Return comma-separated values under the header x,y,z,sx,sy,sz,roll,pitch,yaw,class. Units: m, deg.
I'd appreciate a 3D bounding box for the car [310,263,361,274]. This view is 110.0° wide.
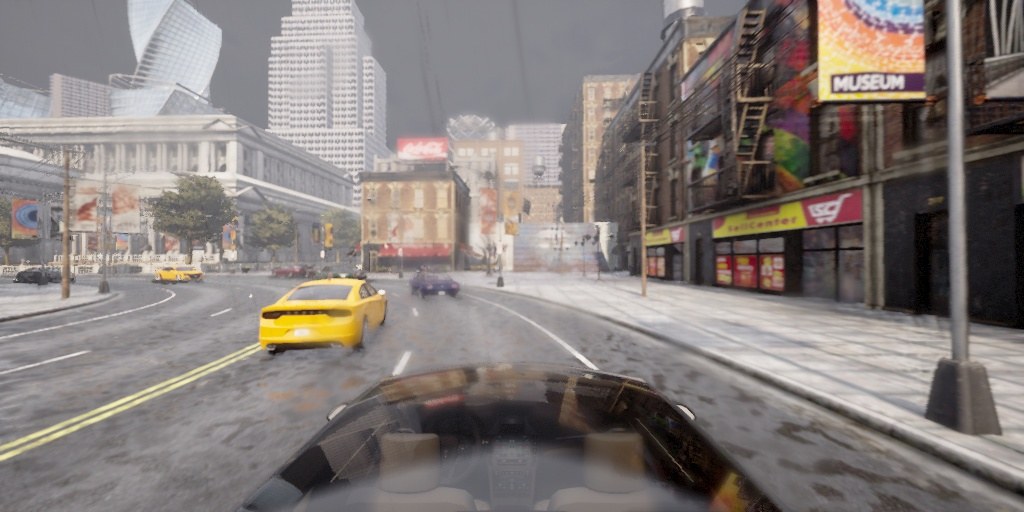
x,y,z,sx,sy,sz,roll,pitch,yaw,class
-12.802,1.414,25.981,2.097,1.767,4.553,0,-1,-39,car

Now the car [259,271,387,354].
x,y,z,sx,sy,sz,roll,pitch,yaw,class
-4.447,1.326,9.214,1.882,1.535,5.008,0,-1,-11,car

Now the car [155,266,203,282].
x,y,z,sx,sy,sz,roll,pitch,yaw,class
-33.017,1.732,35.621,5.008,1.535,1.882,0,-1,20,car

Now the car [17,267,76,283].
x,y,z,sx,sy,sz,roll,pitch,yaw,class
-45.548,1.830,35.044,4.674,1.442,1.812,0,-1,6,car

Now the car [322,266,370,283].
x,y,z,sx,sy,sz,roll,pitch,yaw,class
-15.790,1.706,33.962,5.357,1.411,2.033,-1,-1,39,car

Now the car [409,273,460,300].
x,y,z,sx,sy,sz,roll,pitch,yaw,class
-4.384,1.558,19.610,1.895,1.301,4.718,0,-1,-25,car
